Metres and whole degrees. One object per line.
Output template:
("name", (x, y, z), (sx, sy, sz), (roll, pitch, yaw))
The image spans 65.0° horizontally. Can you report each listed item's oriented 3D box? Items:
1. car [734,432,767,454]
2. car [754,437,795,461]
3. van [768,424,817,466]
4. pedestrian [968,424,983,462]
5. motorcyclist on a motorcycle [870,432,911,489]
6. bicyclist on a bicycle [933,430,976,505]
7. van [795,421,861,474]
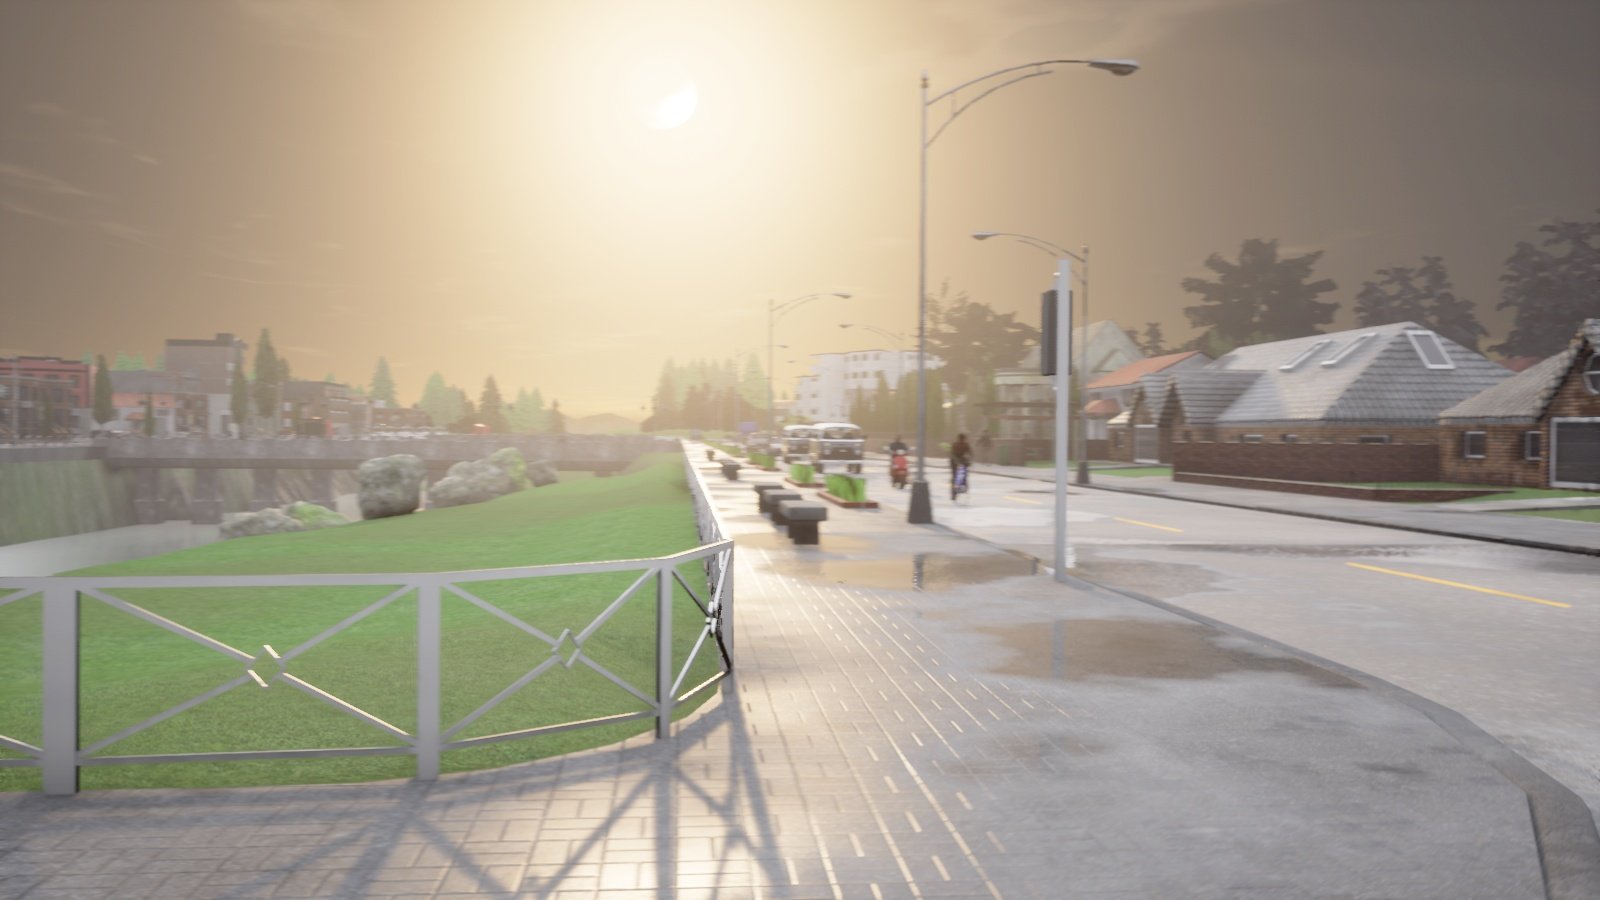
("car", (-3.909, -0.538, 98.666), (2.242, 1.667, 4.611), (-1, 1, -6))
("car", (-1.604, -0.086, 76.512), (2.033, 1.411, 5.357), (-1, 1, -6))
("van", (-0.417, -0.282, 65.047), (2.069, 2.038, 4.480), (-1, 1, -6))
("pedestrian", (8.441, -0.342, 60.309), (0.431, 1.840, 0.703), (-1, 1, -16))
("motorcyclist on a motorcycle", (2.593, 0.273, 36.109), (0.866, 1.590, 1.817), (-1, 1, -6))
("bicyclist on a bicycle", (3.431, 0.363, 28.052), (0.582, 1.620, 1.656), (-1, 1, -6))
("van", (1.083, -0.120, 50.618), (2.069, 2.038, 4.480), (-1, 1, -6))
